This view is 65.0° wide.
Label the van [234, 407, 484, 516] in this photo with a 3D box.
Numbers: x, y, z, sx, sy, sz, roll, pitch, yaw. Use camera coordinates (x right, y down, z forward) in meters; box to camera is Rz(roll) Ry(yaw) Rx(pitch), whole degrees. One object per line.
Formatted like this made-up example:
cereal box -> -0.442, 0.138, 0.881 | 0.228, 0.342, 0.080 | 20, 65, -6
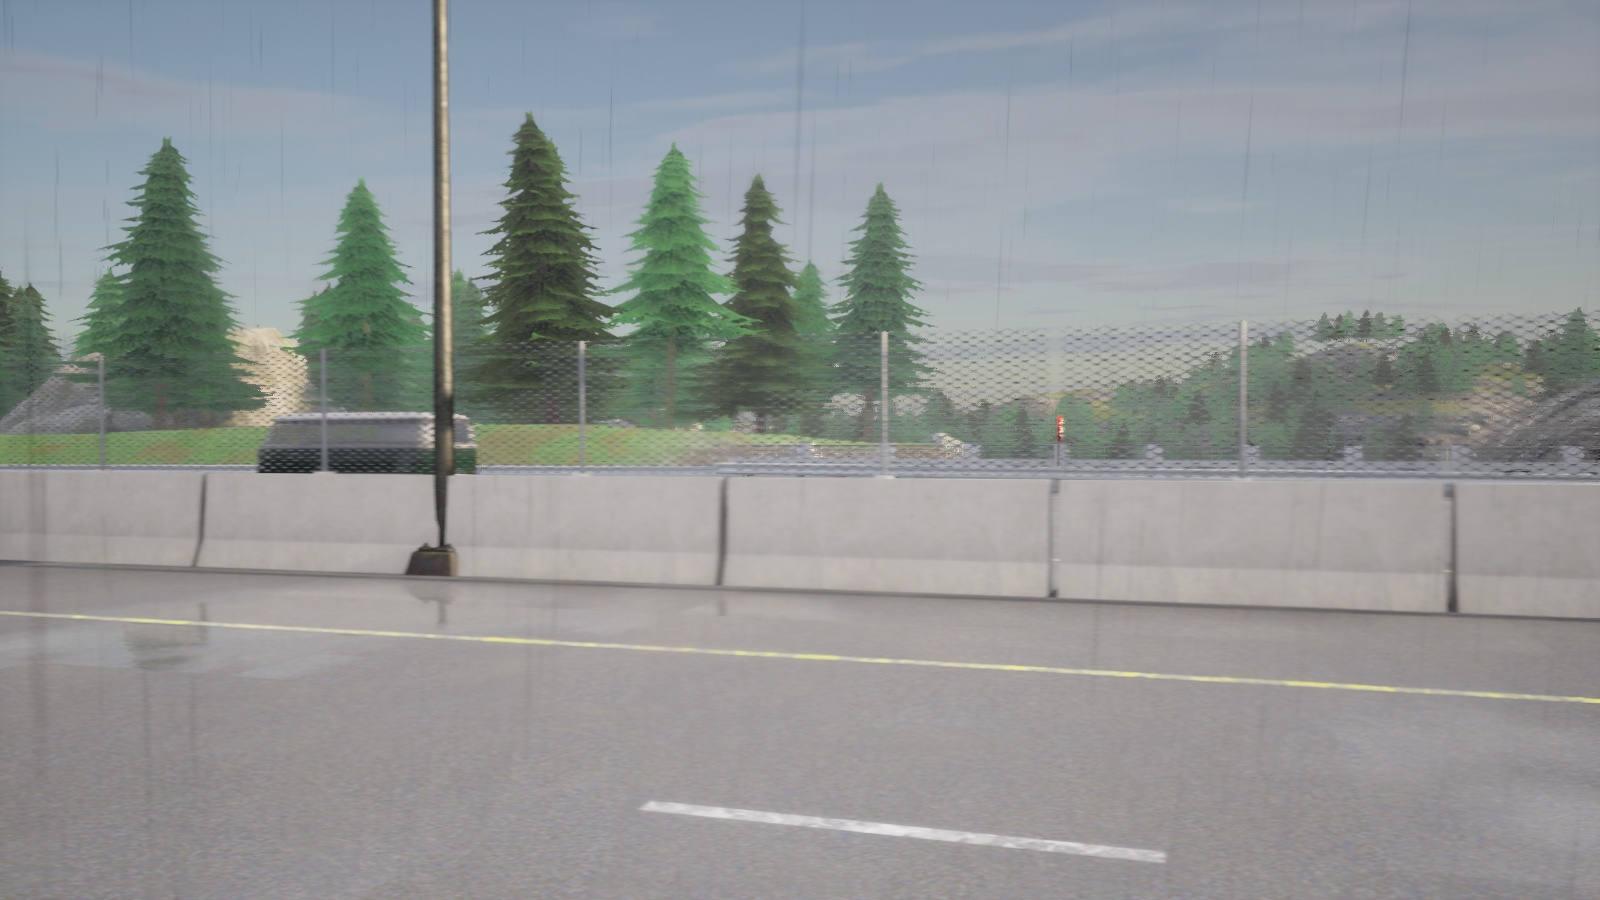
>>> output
van -> -8.611, 0.188, 24.549 | 4.442, 1.987, 1.775 | 0, 1, 19
